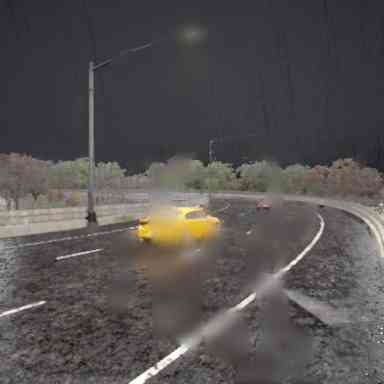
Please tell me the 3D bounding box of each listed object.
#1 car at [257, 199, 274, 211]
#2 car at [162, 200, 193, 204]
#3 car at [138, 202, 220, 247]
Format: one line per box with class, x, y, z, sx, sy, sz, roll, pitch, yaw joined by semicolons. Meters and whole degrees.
car;8.785;1.502;39.602;1.994;1.385;4.181;0;0;14
car;-0.651;1.306;22.588;2.097;1.767;4.553;0;0;24
car;-0.374;1.447;15.021;1.882;1.535;5.008;0;0;28
